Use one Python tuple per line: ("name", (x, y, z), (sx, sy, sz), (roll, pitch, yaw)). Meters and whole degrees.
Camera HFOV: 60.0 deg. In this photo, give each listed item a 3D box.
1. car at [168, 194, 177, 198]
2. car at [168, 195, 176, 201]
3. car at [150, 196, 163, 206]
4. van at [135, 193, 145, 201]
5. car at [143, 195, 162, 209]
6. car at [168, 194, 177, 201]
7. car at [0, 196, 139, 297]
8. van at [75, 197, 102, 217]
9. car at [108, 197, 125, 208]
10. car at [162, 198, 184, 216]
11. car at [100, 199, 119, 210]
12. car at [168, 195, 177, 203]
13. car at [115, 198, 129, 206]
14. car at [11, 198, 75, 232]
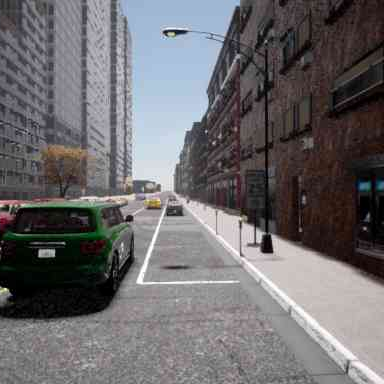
("car", (-3.946, 1.474, 67.113), (1.967, 1.590, 4.097), (1, 0, -4))
("car", (-5.413, 1.566, 89.651), (1.887, 1.381, 4.507), (1, 0, -4))
("car", (-5.835, 1.515, 55.369), (1.882, 1.535, 5.008), (0, 0, -3))
("van", (-13.406, 1.371, 83.448), (1.690, 1.788, 3.998), (1, 0, -4))
("car", (-5.141, 1.515, 45.181), (1.882, 1.535, 5.008), (0, 0, -3))
("car", (-5.044, 1.341, 84.014), (2.192, 1.841, 5.009), (1, 0, -4))
("car", (-2.857, 1.231, 8.822), (2.150, 2.045, 5.566), (0, 0, -4))
("van", (-10.107, 1.376, 32.738), (1.690, 1.788, 3.998), (0, 0, -4))
("car", (-11.197, 1.565, 49.472), (1.752, 1.417, 4.829), (1, 0, -4))
("car", (-1.747, 1.582, 33.301), (2.008, 1.369, 4.403), (0, 0, -4))
("car", (-10.842, 1.621, 44.008), (1.802, 1.307, 4.206), (0, 0, -4))
("car", (-4.312, 1.472, 72.746), (1.967, 1.590, 4.097), (1, 0, -4))
("car", (-11.575, 1.622, 55.276), (1.802, 1.307, 4.206), (1, 0, -4))
("car", (-9.374, 1.341, 21.469), (2.192, 1.841, 5.009), (0, 0, -4))
